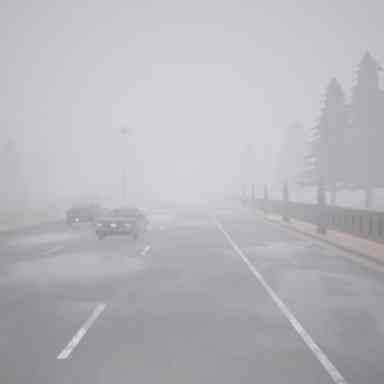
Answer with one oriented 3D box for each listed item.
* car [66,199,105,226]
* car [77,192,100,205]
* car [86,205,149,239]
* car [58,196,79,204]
[{"bbox_3d":[-6.898,1.419,22.418,1.837,1.490,4.892,0,0,0],"label":"car"},{"bbox_3d":[-17.585,1.004,56.768,2.150,2.045,5.566,0,0,0],"label":"car"},{"bbox_3d":[-3.399,1.482,16.900,2.033,1.411,5.357,0,0,0],"label":"car"},{"bbox_3d":[-21.060,1.382,57.053,1.895,1.301,4.718,0,0,0],"label":"car"}]
